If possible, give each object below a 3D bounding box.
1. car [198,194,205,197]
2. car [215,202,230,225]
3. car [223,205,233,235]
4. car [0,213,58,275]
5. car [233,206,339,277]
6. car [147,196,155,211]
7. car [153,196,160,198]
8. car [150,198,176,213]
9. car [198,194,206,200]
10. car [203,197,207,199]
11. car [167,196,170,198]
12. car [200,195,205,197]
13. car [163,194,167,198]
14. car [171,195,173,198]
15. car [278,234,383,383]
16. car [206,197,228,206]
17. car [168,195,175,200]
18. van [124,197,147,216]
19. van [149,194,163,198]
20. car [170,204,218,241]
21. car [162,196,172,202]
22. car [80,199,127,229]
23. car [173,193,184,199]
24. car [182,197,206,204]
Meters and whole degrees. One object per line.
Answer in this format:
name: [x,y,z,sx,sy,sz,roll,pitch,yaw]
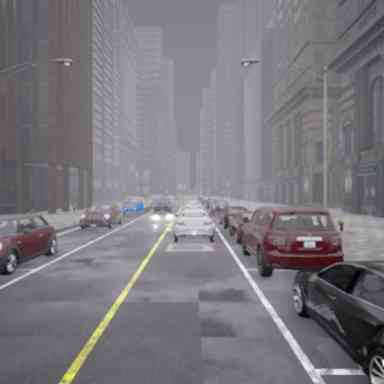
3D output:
car: [2.765,1.630,72.190,1.802,1.307,4.206,0,0,0]
car: [2.762,1.576,21.463,1.947,1.339,4.313,0,0,0]
car: [2.762,1.552,15.827,1.887,1.381,4.507,0,0,0]
car: [-5.764,1.445,10.182,1.967,1.590,4.097,0,0,0]
car: [2.760,1.320,10.191,2.192,1.841,5.009,0,0,0]
car: [-5.762,1.543,38.195,1.752,1.417,4.829,0,0,0]
car: [-5.762,1.573,44.001,2.008,1.369,4.403,0,0,0]
car: [-3.095,1.618,36.744,1.895,1.301,4.718,0,0,0]
car: [2.764,1.392,94.734,2.192,1.841,5.009,0,0,0]
car: [2.763,1.588,44.008,1.947,1.339,4.313,0,0,0]
car: [-5.762,1.352,60.912,2.192,1.841,5.009,0,0,0]
car: [2.764,1.619,60.917,1.802,1.307,4.206,0,0,0]
car: [-5.762,1.472,55.274,1.967,1.590,4.097,0,0,0]
car: [-5.760,1.613,72.185,1.947,1.339,4.313,0,0,0]
car: [2.761,1.568,4.554,1.947,1.339,4.313,0,0,0]
car: [2.762,1.455,32.735,1.967,1.590,4.097,0,0,0]
car: [-5.760,1.602,94.561,1.752,1.417,4.829,0,0,0]
van: [-5.763,1.356,32.729,1.690,1.788,3.998,0,0,0]
van: [-5.763,1.368,49.638,1.690,1.788,3.998,0,0,0]
car: [0.085,1.533,16.598,1.812,1.442,4.674,0,0,0]
car: [-5.760,1.604,77.821,2.008,1.369,4.403,0,0,0]
car: [-5.764,1.450,21.455,1.967,1.590,4.097,0,0,0]
car: [-2.995,1.194,77.895,2.150,2.045,5.566,0,0,0]
car: [0.097,1.540,32.025,1.812,1.442,4.674,0,0,0]
